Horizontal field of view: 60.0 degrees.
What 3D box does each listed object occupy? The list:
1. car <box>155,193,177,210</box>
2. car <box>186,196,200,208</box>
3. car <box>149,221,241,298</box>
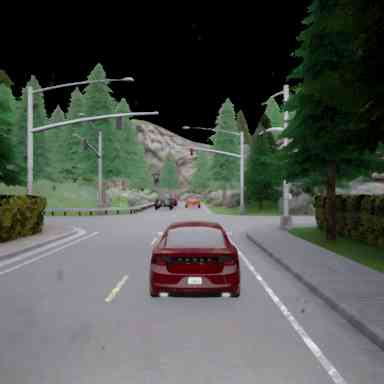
[{"bbox_3d":[-3.548,1.219,43.438,2.150,2.045,5.566,0,0,0],"label":"car"},{"bbox_3d":[0.124,1.349,49.653,2.097,1.767,4.553,0,0,0],"label":"car"},{"bbox_3d":[0.074,1.477,8.578,1.882,1.535,5.008,0,0,0],"label":"car"}]
